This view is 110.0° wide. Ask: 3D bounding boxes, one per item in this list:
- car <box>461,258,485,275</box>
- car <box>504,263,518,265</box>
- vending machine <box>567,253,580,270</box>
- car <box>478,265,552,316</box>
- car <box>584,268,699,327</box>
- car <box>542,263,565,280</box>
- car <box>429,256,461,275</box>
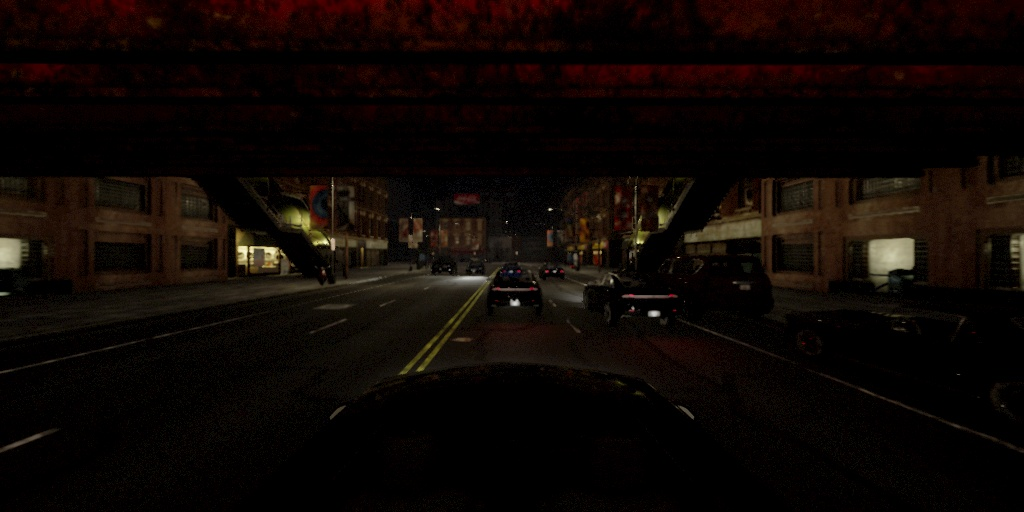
[{"bbox_3d":[-3.844,1.264,38.440,2.128,1.511,4.902,0,0,-1],"label":"car"},{"bbox_3d":[-0.083,1.317,31.504,2.033,1.411,5.357,0,0,-1],"label":"car"},{"bbox_3d":[10.411,0.991,60.721,1.100,2.100,0.880,0,0,-2],"label":"vending machine"},{"bbox_3d":[0.078,1.249,13.466,2.128,1.511,4.902,0,0,0],"label":"car"},{"bbox_3d":[3.591,1.250,11.508,2.128,1.511,4.902,0,0,0],"label":"car"},{"bbox_3d":[3.418,1.319,31.544,2.033,1.411,5.357,0,0,-1],"label":"car"},{"bbox_3d":[-7.352,0.990,39.477,2.150,2.045,5.566,0,0,0],"label":"car"}]
